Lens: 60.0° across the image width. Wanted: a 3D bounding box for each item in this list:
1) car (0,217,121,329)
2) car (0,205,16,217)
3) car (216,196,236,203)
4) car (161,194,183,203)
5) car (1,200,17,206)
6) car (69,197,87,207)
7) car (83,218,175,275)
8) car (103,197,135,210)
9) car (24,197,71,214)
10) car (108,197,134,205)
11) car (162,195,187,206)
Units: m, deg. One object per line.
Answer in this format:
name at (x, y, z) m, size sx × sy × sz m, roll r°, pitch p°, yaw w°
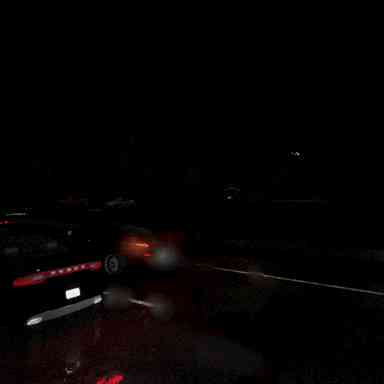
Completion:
car at (-3.930, 1.478, 6.786) m, size 5.008 × 1.535 × 1.882 m, roll 0°, pitch 0°, yaw 35°
car at (-10.112, 1.505, 15.485) m, size 4.892 × 1.490 × 1.837 m, roll 0°, pitch 0°, yaw 36°
car at (6.805, 1.568, 66.328) m, size 2.033 × 1.411 × 5.357 m, roll 0°, pitch 0°, yaw 36°
car at (-4.182, 1.351, 69.099) m, size 2.097 × 1.767 × 4.553 m, roll 0°, pitch 0°, yaw 36°
car at (-24.573, 1.601, 41.341) m, size 1.895 × 1.301 × 4.718 m, roll 0°, pitch 0°, yaw 36°
car at (-18.212, 1.478, 50.045) m, size 1.882 × 1.535 × 5.008 m, roll 0°, pitch 0°, yaw 36°
car at (-2.637, 1.526, 10.155) m, size 4.674 × 1.442 × 1.812 m, roll 0°, pitch 0°, yaw 35°
car at (-9.545, 1.526, 44.089) m, size 1.812 × 1.442 × 4.674 m, roll 0°, pitch 0°, yaw 36°
car at (-15.709, 1.564, 35.657) m, size 1.994 × 1.385 × 4.181 m, roll 0°, pitch 0°, yaw 36°
car at (-12.292, 1.563, 58.130) m, size 1.994 × 1.385 × 4.181 m, roll 0°, pitch 0°, yaw 36°
car at (-2.687, 1.564, 53.485) m, size 1.994 × 1.385 × 4.181 m, roll 0°, pitch 0°, yaw 37°
